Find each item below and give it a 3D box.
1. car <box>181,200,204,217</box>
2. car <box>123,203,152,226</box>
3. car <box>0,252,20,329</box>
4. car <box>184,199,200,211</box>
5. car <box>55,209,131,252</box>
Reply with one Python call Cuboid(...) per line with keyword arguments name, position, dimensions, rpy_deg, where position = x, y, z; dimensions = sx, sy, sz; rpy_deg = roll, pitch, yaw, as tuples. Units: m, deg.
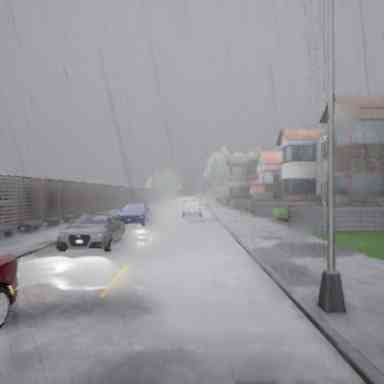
Cuboid(name="car", position=(0.016, 1.630, 32.309), dimensions=(1.812, 1.442, 4.674), rpy_deg=(0, 0, 0))
Cuboid(name="car", position=(-4.061, 1.556, 24.054), dimensions=(1.882, 1.535, 5.008), rpy_deg=(0, 0, 0))
Cuboid(name="car", position=(-4.089, 1.492, 4.022), dimensions=(1.882, 1.535, 5.008), rpy_deg=(0, 0, 0))
Cuboid(name="car", position=(0.049, 1.709, 44.759), dimensions=(1.994, 1.385, 4.181), rpy_deg=(0, 0, 1))
Cuboid(name="car", position=(-4.080, 1.610, 14.042), dimensions=(1.994, 1.385, 4.181), rpy_deg=(0, 0, 0))
